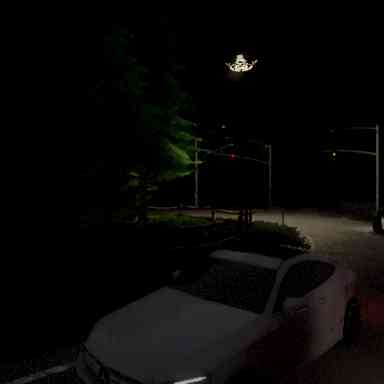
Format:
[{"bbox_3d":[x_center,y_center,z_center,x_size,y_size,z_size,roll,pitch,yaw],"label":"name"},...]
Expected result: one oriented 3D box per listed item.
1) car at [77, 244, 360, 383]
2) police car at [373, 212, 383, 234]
[{"bbox_3d":[0.819,1.525,4.557,1.812,1.442,4.674,0,0,44],"label":"car"},{"bbox_3d":[10.582,1.500,16.319,2.038,1.542,4.974,0,0,11],"label":"police car"}]
